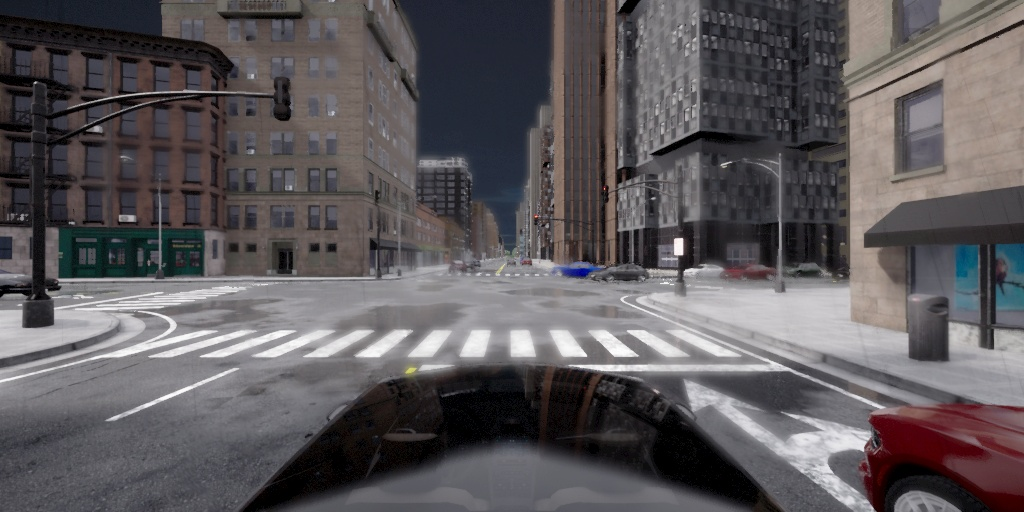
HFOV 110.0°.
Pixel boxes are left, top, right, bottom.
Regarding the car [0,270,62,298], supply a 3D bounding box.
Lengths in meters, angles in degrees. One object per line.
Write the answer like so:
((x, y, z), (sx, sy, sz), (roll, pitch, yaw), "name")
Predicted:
((-22.317, 1.032, 14.441), (5.357, 1.411, 2.033), (1, 0, -16), "car")

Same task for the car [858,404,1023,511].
((3.353, 1.228, 0.399), (1.882, 1.535, 5.008), (0, 0, 0), "car")

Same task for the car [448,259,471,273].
((-6.672, 1.283, 44.703), (1.812, 1.442, 4.674), (0, 0, 0), "car")

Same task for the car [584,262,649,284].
((8.534, 1.387, 28.521), (4.892, 1.490, 1.837), (1, -1, -19), "car")

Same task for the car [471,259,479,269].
((-6.683, 1.251, 54.663), (2.128, 1.511, 4.902), (0, 0, 0), "car")

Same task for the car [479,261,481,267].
((-6.673, 1.324, 64.625), (1.994, 1.385, 4.181), (0, 0, 0), "car")

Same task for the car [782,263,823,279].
((30.874, 1.521, 38.606), (4.553, 1.767, 2.097), (1, 0, -14), "car")

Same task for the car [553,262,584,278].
((6.430, 1.351, 34.535), (5.008, 1.535, 1.882), (2, 3, 24), "car")

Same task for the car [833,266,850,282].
((30.991, 1.598, 31.753), (5.008, 1.535, 1.882), (1, 0, -15), "car")

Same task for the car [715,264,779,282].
((21.575, 1.513, 32.705), (5.008, 1.535, 1.882), (1, -1, -16), "car")

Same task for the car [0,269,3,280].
((-21.029, 1.021, 11.451), (5.357, 1.411, 2.033), (1, 0, -13), "car")

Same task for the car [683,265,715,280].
((18.948, 1.557, 35.322), (4.674, 1.442, 1.812), (1, 0, -16), "car")
